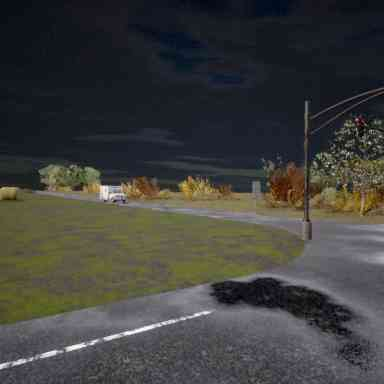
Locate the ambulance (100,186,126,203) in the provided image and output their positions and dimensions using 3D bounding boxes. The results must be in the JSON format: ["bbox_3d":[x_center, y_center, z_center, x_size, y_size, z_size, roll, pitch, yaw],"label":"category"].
[{"bbox_3d":[-11.882,0.341,50.062,2.351,2.431,6.366,2,0,-32],"label":"ambulance"}]
